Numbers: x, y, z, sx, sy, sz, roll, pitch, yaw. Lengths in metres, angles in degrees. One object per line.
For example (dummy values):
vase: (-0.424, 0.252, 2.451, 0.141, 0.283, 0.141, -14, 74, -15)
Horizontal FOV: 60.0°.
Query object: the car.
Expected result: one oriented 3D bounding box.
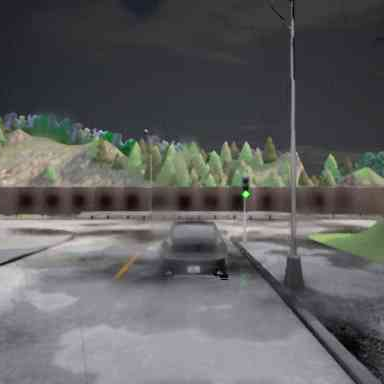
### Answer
car: (0.063, 1.632, 10.371, 1.837, 1.490, 4.892, 0, -1, 0)
